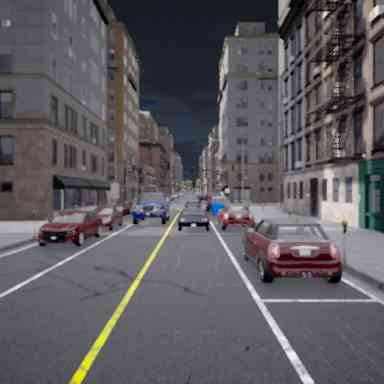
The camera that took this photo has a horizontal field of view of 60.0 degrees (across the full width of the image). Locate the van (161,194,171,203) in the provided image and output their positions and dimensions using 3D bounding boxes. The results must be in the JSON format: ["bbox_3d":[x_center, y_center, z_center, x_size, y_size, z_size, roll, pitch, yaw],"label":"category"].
[{"bbox_3d":[-5.411,1.310,69.208,1.690,1.788,3.998,0,0,0],"label":"van"}]

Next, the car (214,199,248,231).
[{"bbox_3d":[2.636,1.434,20.712,1.967,1.590,4.097,0,0,0],"label":"car"}]

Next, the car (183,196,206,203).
[{"bbox_3d":[0.100,1.479,36.614,2.128,1.511,4.902,0,0,0],"label":"car"}]

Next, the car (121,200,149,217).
[{"bbox_3d":[-5.390,1.535,31.733,1.887,1.381,4.507,0,0,0],"label":"car"}]

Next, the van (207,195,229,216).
[{"bbox_3d":[2.635,1.331,31.733,1.690,1.788,3.998,0,0,0],"label":"van"}]

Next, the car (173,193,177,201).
[{"bbox_3d":[-5.409,1.528,80.020,1.947,1.339,4.313,0,0,0],"label":"car"}]

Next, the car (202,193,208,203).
[{"bbox_3d":[2.635,1.302,37.245,2.192,1.841,5.009,0,0,0],"label":"car"}]

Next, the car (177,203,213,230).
[{"bbox_3d":[0.101,1.595,20.924,1.895,1.301,4.718,0,0,0],"label":"car"}]

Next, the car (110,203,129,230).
[{"bbox_3d":[-5.389,1.576,20.711,1.802,1.307,4.206,0,0,0],"label":"car"}]

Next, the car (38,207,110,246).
[{"bbox_3d":[-5.389,1.541,15.200,1.887,1.381,4.507,0,0,0],"label":"car"}]

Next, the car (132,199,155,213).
[{"bbox_3d":[-5.390,1.553,37.244,1.947,1.339,4.313,0,0,0],"label":"car"}]

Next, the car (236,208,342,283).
[{"bbox_3d":[2.636,1.437,9.689,1.967,1.590,4.097,0,0,0],"label":"car"}]

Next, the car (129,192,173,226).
[{"bbox_3d":[-2.751,1.024,23.594,2.150,2.045,5.566,0,0,0],"label":"car"}]

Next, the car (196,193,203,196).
[{"bbox_3d":[2.701,1.280,74.616,2.192,1.841,5.009,0,0,0],"label":"car"}]
